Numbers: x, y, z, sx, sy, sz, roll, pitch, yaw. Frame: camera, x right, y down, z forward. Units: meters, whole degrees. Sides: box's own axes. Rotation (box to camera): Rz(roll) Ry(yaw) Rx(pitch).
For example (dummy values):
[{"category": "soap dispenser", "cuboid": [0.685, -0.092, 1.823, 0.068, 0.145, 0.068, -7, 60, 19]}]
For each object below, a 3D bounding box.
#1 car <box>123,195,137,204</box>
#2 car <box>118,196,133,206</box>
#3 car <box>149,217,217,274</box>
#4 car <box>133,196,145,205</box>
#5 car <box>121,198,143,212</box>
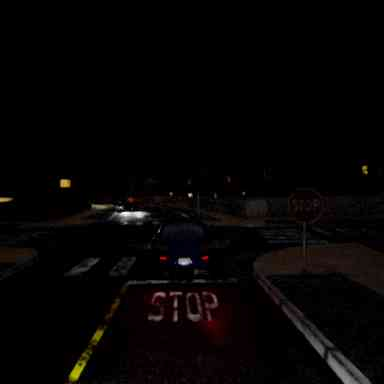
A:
[{"category": "car", "cuboid": [-13.411, 1.548, 71.396, 2.097, 1.767, 4.553, 0, 0, -21]}, {"category": "car", "cuboid": [-12.112, 1.796, 59.014, 1.994, 1.385, 4.181, 0, 0, -17]}, {"category": "car", "cuboid": [-0.307, 1.522, 10.433, 1.812, 1.442, 4.674, 0, 0, -3]}, {"category": "car", "cuboid": [-10.053, 1.581, 61.854, 2.097, 1.767, 4.553, 0, 0, -18]}, {"category": "car", "cuboid": [-7.509, 1.713, 41.343, 1.895, 1.301, 4.718, 0, 0, -12]}]
